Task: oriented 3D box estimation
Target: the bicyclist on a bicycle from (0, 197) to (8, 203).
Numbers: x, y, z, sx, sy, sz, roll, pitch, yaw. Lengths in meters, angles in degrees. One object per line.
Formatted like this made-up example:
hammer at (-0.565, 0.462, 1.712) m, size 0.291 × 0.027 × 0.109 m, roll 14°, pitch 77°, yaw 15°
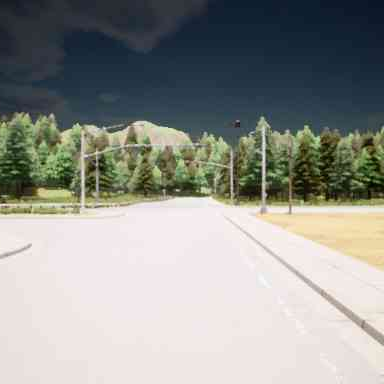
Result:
bicyclist on a bicycle at (-25.273, 1.337, 44.848) m, size 0.582 × 1.656 × 1.620 m, roll -3°, pitch 43°, yaw 1°
